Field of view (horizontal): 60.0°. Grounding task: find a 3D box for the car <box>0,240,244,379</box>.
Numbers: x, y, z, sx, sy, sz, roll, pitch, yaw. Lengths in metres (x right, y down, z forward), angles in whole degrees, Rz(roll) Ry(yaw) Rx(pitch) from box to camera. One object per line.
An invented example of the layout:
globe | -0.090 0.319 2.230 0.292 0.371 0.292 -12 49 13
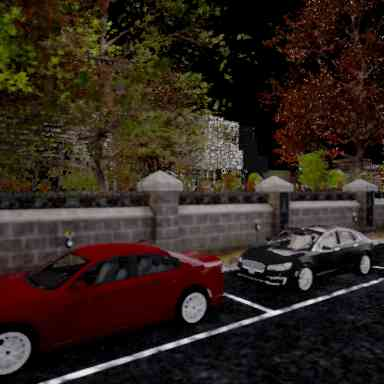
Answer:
car | -1.493 1.549 5.491 4.507 1.381 1.887 0 0 -36

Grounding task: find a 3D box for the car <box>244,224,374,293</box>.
car | 3.134 1.568 8.792 4.403 1.369 2.008 0 0 -36
